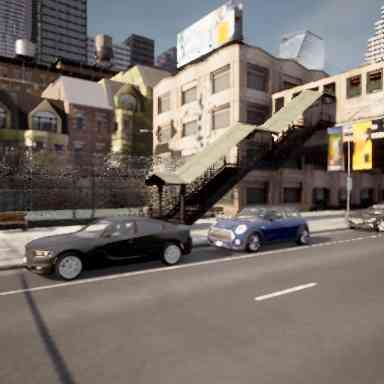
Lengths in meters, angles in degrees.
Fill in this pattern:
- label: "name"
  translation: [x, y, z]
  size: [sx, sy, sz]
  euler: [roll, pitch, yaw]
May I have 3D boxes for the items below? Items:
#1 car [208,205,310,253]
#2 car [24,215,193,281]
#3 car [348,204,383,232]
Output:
- label: "car"
  translation: [2.855, 1.367, 13.938]
  size: [4.553, 1.767, 2.185]
  euler: [0, 0, -36]
- label: "car"
  translation: [-2.296, 1.485, 10.094]
  size: [5.008, 1.535, 2.097]
  euler: [0, 0, -36]
- label: "car"
  translation: [11.648, 1.508, 20.166]
  size: [4.892, 1.521, 2.231]
  euler: [0, 0, -26]
